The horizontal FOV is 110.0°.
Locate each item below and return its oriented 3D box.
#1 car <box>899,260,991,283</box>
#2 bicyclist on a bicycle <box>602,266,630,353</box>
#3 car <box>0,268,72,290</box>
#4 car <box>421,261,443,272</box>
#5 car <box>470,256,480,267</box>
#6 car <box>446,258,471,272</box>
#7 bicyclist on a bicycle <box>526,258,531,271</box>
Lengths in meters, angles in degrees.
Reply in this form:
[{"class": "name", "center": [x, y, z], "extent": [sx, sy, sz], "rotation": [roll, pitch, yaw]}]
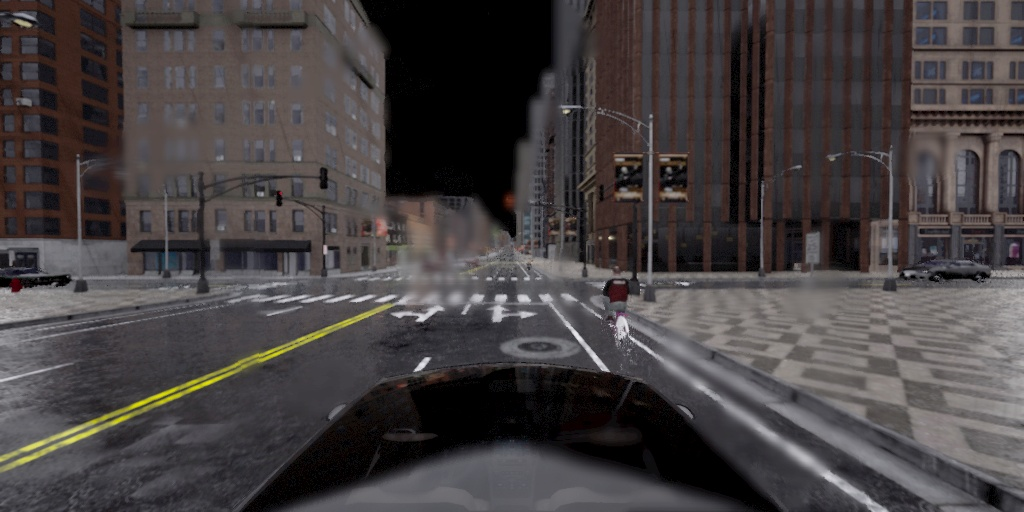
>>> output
[{"class": "car", "center": [29.503, 1.032, 24.531], "extent": [4.902, 1.511, 2.128], "rotation": [0, 1, 0]}, {"class": "bicyclist on a bicycle", "center": [2.253, 1.104, 7.910], "extent": [0.659, 1.776, 1.843], "rotation": [0, 0, 0]}, {"class": "car", "center": [-30.793, 1.417, 22.430], "extent": [4.718, 1.301, 1.895], "rotation": [0, 1, 0]}, {"class": "car", "center": [-9.897, 1.264, 44.515], "extent": [1.895, 1.301, 4.718], "rotation": [0, 0, 0]}, {"class": "car", "center": [-6.627, 1.106, 61.143], "extent": [1.882, 1.535, 5.008], "rotation": [0, 0, 0]}, {"class": "car", "center": [-6.648, 1.264, 44.523], "extent": [1.895, 1.301, 4.718], "rotation": [0, 0, 0]}, {"class": "bicyclist on a bicycle", "center": [2.235, 1.097, 46.453], "extent": [0.866, 1.612, 1.509], "rotation": [0, 0, 0]}]
